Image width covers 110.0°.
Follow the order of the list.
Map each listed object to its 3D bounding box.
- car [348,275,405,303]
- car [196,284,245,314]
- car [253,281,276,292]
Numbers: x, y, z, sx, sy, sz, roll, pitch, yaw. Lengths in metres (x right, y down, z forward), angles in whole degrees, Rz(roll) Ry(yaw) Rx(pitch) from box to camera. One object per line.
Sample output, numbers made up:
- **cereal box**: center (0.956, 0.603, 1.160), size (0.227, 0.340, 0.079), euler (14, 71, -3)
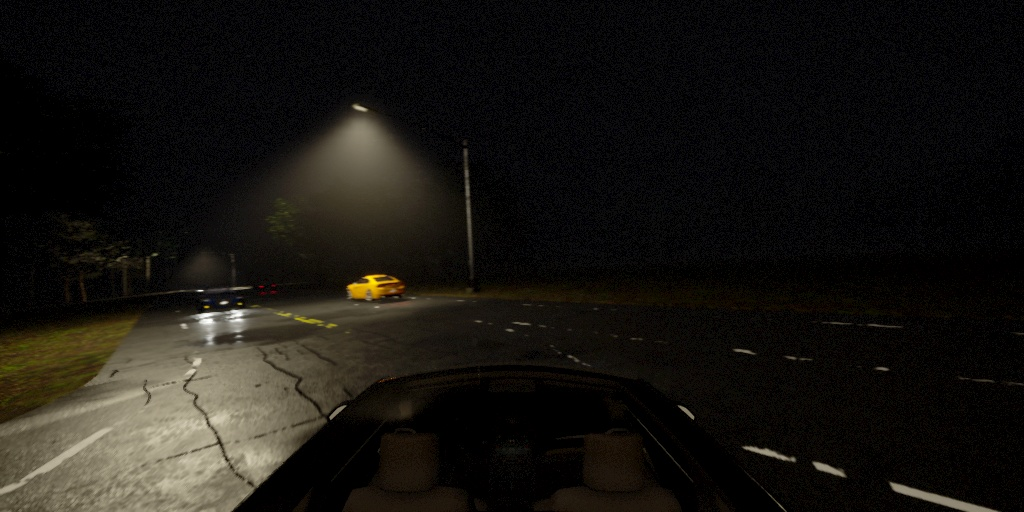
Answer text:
- **car**: center (-8.448, 1.954, 22.093), size (1.882, 1.535, 5.008), euler (-2, -2, -44)
- **car**: center (-17.182, 2.494, 21.072), size (1.994, 1.385, 4.181), euler (-2, -2, -44)
- **car**: center (-32.657, 3.975, 47.196), size (1.895, 1.301, 4.718), euler (-2, -2, -44)
